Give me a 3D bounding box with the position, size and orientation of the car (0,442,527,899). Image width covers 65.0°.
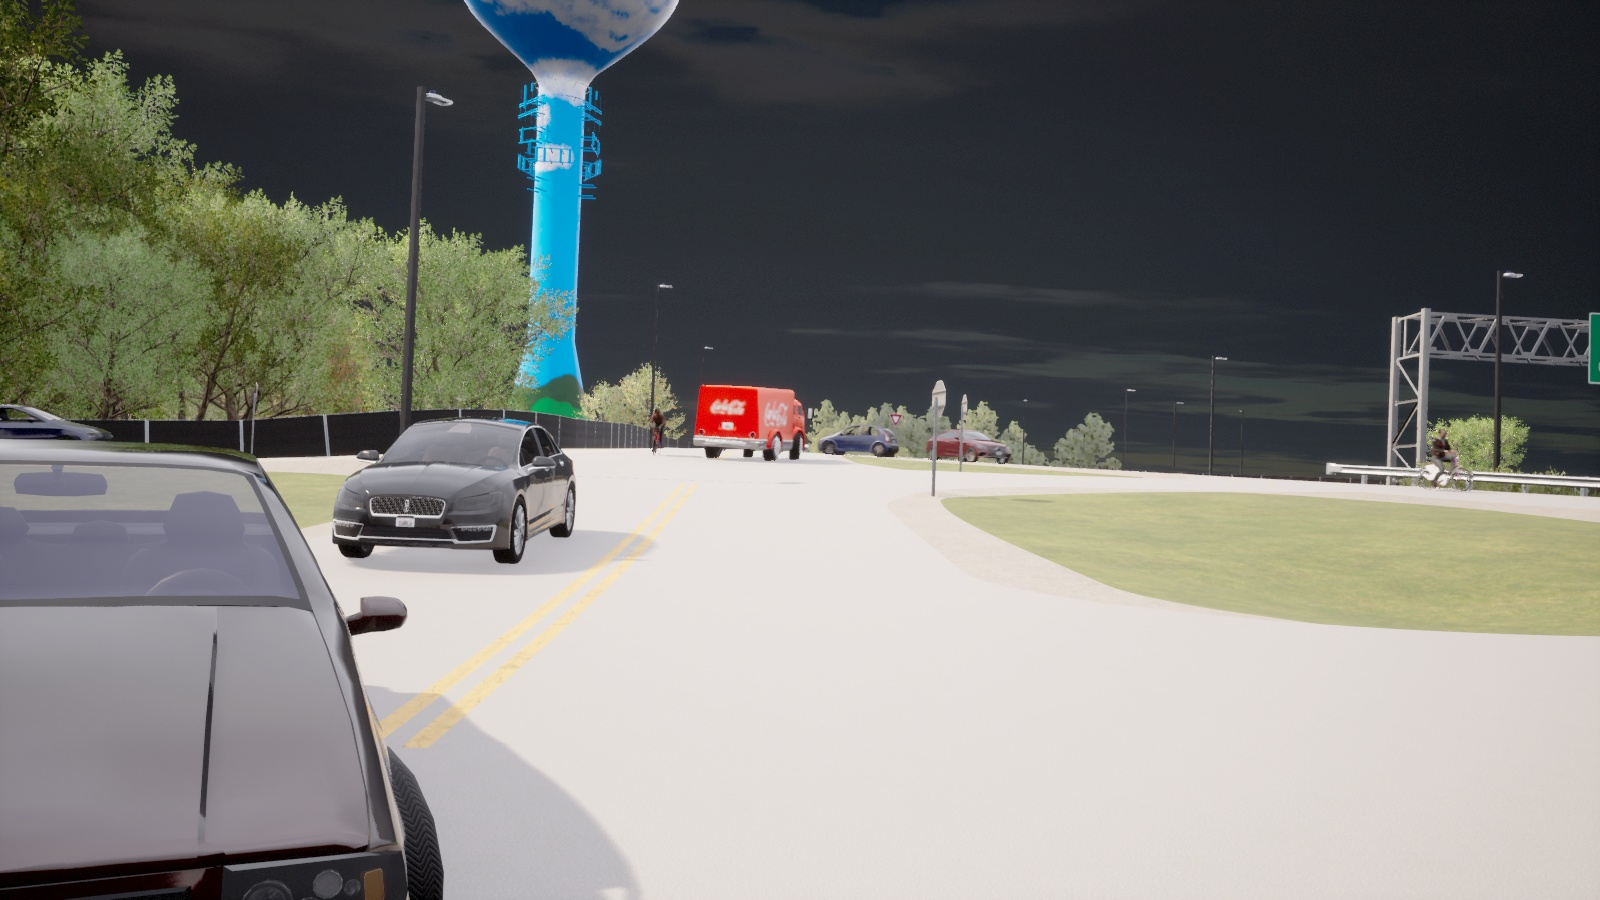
[{"bbox_3d":[-2.552,0.719,4.461,2.033,1.411,5.357,1,1,-24],"label":"car"}]

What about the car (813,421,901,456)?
[{"bbox_3d":[2.881,-0.573,63.505,3.988,1.617,1.851,2,0,21],"label":"car"}]

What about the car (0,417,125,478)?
[{"bbox_3d":[-19.806,-0.059,32.042,4.193,1.474,1.816,-1,1,-14],"label":"car"}]

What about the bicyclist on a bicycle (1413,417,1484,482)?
[{"bbox_3d":[18.249,-0.030,35.399,0.659,1.776,1.843,1,1,-16],"label":"bicyclist on a bicycle"}]

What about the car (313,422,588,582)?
[{"bbox_3d":[-3.826,0.455,14.715,1.837,1.490,4.892,1,2,0],"label":"car"}]

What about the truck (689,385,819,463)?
[{"bbox_3d":[-1.501,-0.890,43.572,2.627,2.467,5.204,2,2,20],"label":"truck"}]

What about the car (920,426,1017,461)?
[{"bbox_3d":[7.321,-0.300,55.005,1.812,1.442,4.674,2,0,-28],"label":"car"}]
